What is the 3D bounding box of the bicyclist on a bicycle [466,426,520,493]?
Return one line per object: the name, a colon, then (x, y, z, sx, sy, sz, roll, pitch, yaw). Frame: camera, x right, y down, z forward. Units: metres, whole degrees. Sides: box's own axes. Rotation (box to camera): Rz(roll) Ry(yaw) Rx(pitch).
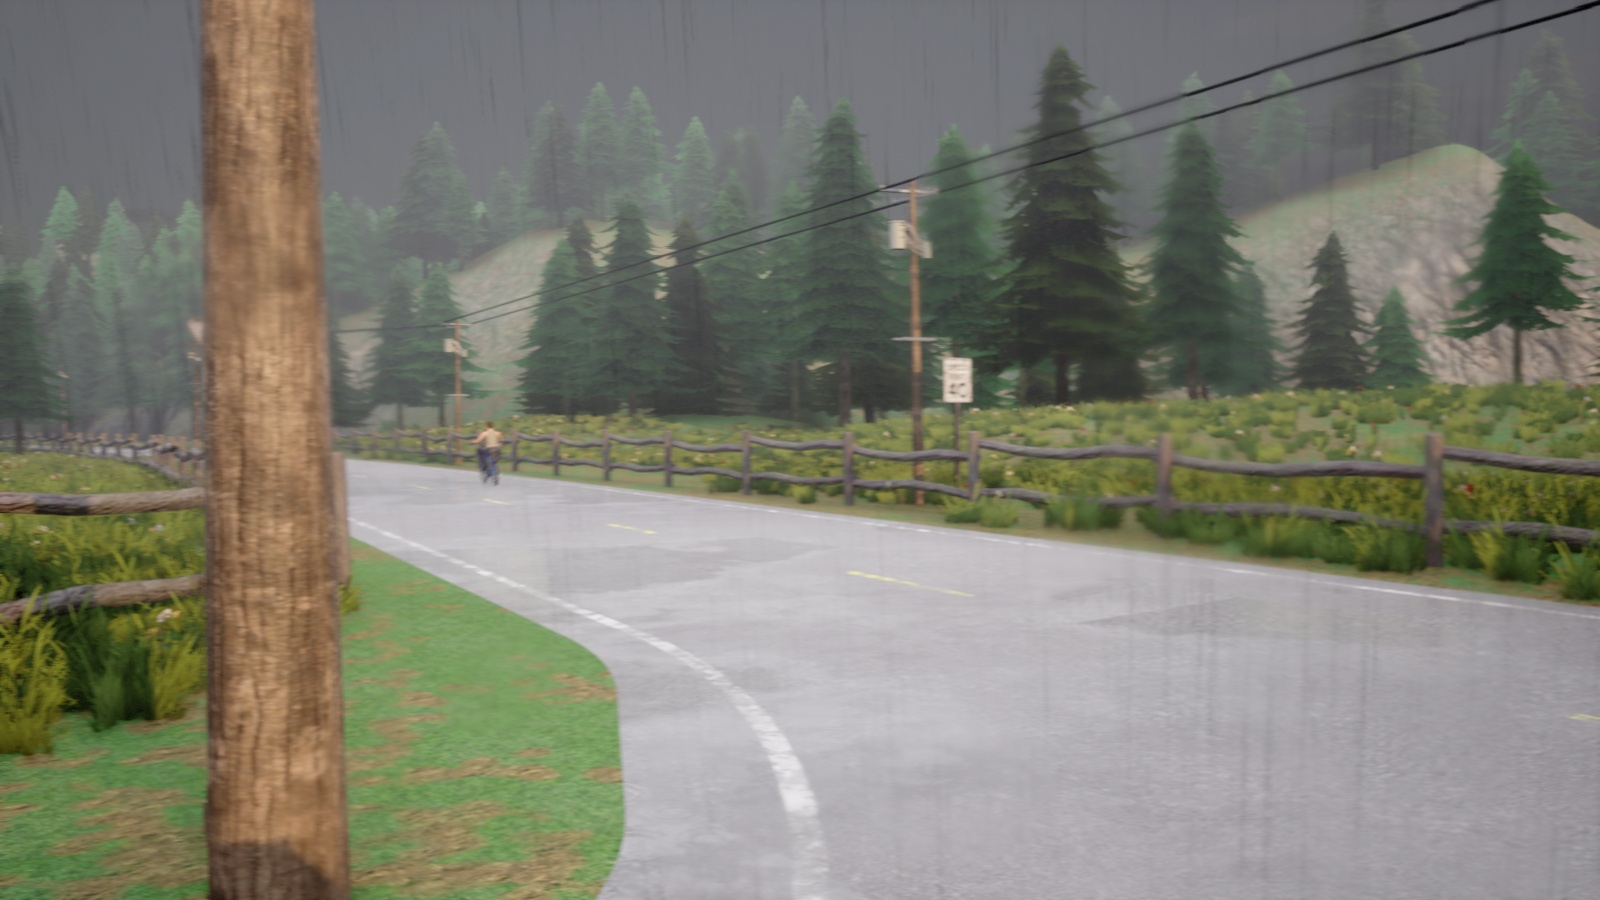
bicyclist on a bicycle: (-7.692, 0.229, 31.413, 0.866, 1.612, 1.509, -3, 2, -29)
